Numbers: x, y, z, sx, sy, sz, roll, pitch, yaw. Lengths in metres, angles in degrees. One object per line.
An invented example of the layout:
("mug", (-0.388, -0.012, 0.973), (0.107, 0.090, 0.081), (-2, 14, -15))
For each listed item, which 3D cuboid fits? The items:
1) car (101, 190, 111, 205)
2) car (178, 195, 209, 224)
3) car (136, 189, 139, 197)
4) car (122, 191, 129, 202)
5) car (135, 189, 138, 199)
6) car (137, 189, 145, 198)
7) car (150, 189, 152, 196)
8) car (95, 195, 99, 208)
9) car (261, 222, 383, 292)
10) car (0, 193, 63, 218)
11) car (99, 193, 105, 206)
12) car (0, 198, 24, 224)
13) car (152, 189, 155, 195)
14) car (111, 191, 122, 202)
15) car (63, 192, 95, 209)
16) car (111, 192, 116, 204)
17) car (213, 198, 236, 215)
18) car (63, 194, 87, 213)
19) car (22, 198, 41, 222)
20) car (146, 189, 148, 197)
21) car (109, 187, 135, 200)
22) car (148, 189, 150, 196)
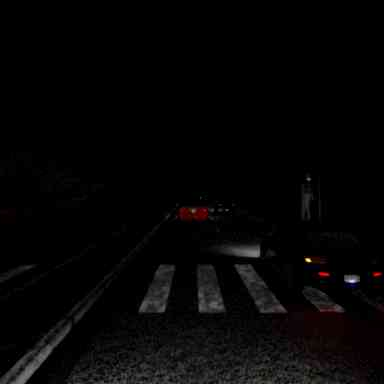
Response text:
("car", (-13.874, 1.053, 45.268), (4.553, 1.767, 2.185), (-1, 1, -20))
("car", (0.091, 1.274, 23.863), (2.097, 1.767, 4.553), (0, 0, 0))
("car", (-14.010, 0.799, 66.216), (5.366, 1.575, 1.946), (-1, 1, -20))
("car", (-13.812, 0.986, 57.296), (4.792, 1.488, 2.163), (-1, 1, -20))
("car", (-13.663, 0.842, 63.350), (5.366, 1.575, 1.946), (-1, 1, -20))
("car", (-13.862, 0.452, 72.263), (5.566, 2.045, 2.435), (-1, 1, -20))
("car", (-13.857, 0.537, 87.272), (4.792, 1.488, 2.163), (-1, 1, -20))
("car", (-13.869, 1.299, 39.257), (4.792, 1.488, 2.163), (-1, 1, -20))
("car", (3.097, 1.501, 8.740), (1.812, 1.442, 4.674), (0, 0, 0))
("car", (-13.823, 1.144, 27.275), (5.566, 2.045, 2.435), (-1, 0, -20))
("car", (-13.845, 1.269, 42.282), (4.674, 1.452, 2.002), (-1, 1, -20))
("car", (-14.019, 1.426, 21.184), (5.366, 1.575, 1.946), (-1, 1, -20))
("car", (-13.858, 0.223, 90.272), (5.566, 2.045, 2.435), (-1, 1, -20))
("car", (-13.833, 1.071, 51.280), (5.008, 1.535, 2.097), (-1, 1, -20))
("car", (-13.872, 1.057, 36.255), (5.566, 2.045, 2.435), (-1, 1, -20))
("car", (-13.843, 1.166, 48.281), (4.674, 1.452, 2.002), (-1, 1, -20))
("car", (3.088, 1.357, 31.770), (2.128, 1.511, 4.902), (0, 1, 0))
("car", (-13.672, 1.335, 33.330), (5.366, 1.575, 1.946), (-1, 0, -20))
("car", (-13.851, 1.451, 24.257), (4.674, 1.452, 2.002), (-1, 0, -20))
("car", (-13.866, 0.454, 81.276), (4.553, 1.767, 2.185), (-1, 1, -20))
("car", (-13.817, 0.651, 60.294), (5.566, 2.045, 2.435), (-1, 1, -20))
("car", (-13.840, 0.544, 84.288), (4.892, 1.521, 2.231), (-1, 0, -20))
